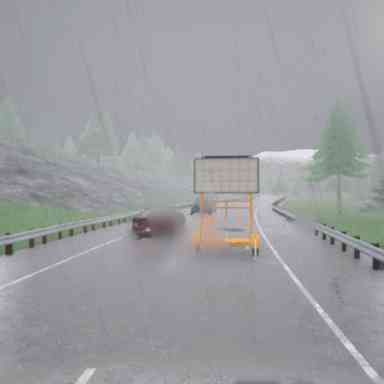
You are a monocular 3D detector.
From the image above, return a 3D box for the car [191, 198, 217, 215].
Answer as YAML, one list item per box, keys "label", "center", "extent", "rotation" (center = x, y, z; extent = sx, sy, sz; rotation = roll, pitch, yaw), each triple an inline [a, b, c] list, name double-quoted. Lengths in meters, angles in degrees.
- label: "car"
  center: [1.268, 1.340, 33.654]
  extent: [2.097, 1.767, 4.553]
  rotation: [0, 0, 10]

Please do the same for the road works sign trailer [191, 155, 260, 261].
- label: "road works sign trailer"
  center: [1.278, 0.460, 12.393]
  extent: [2.380, 3.560, 2.880]
  rotation: [0, 0, 8]

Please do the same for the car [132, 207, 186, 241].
- label: "car"
  center: [-1.512, 1.471, 16.655]
  extent: [1.882, 1.535, 5.008]
  rotation: [0, 0, 7]
